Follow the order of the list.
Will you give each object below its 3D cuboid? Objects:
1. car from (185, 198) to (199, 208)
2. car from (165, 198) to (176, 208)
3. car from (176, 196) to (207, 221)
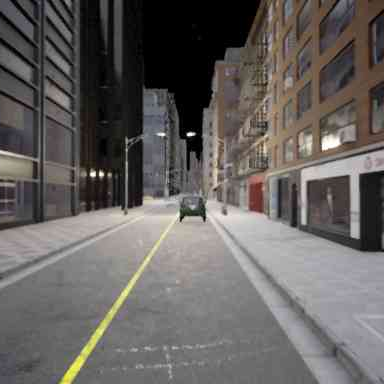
[{"bbox_3d":[0.007,1.701,51.139,2.033,1.411,5.357,0,0,0],"label":"car"},{"bbox_3d":[-3.067,1.681,52.134,1.812,1.442,4.674,0,0,0],"label":"car"},{"bbox_3d":[0.076,1.315,28.179,2.150,2.045,5.566,0,0,0],"label":"car"}]
